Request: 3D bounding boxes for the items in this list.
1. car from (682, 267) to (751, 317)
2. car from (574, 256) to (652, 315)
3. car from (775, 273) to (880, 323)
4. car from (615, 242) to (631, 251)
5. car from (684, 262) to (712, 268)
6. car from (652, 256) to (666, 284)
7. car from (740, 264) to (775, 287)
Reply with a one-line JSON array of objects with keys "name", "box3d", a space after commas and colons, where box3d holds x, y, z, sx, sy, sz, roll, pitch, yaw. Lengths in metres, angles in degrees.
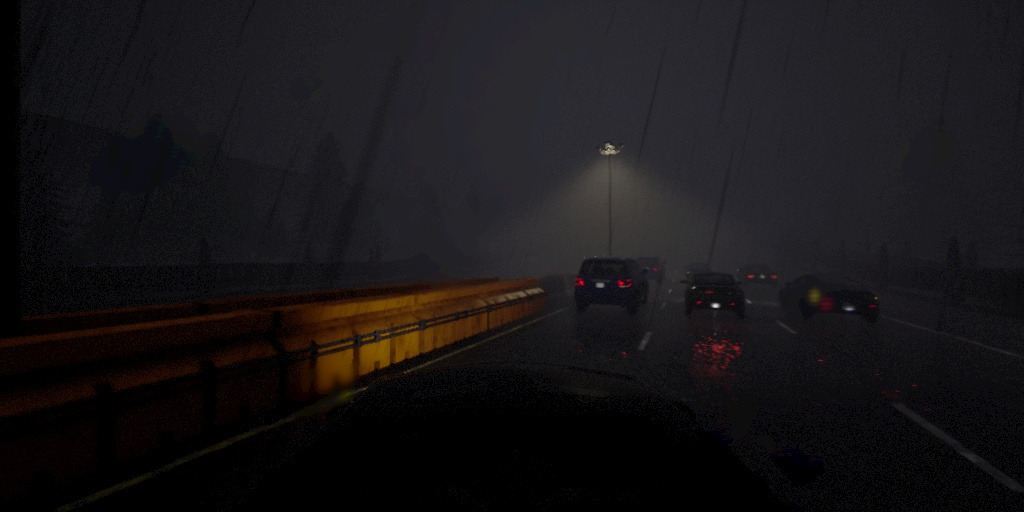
[{"name": "car", "box3d": [7.740, 1.370, 13.931, 1.837, 1.490, 4.892, 0, 0, 26]}, {"name": "car", "box3d": [4.199, 1.097, 14.674, 2.150, 2.045, 5.566, 0, 0, 26]}, {"name": "car", "box3d": [11.056, 1.375, 12.739, 1.812, 1.442, 4.674, 0, 0, 26]}, {"name": "car", "box3d": [19.181, -1.653, 61.814, 1.812, 1.442, 4.674, 0, 6, 26]}, {"name": "car", "box3d": [14.408, 1.218, 27.696, 1.812, 1.442, 4.674, 0, 2, 26]}, {"name": "car", "box3d": [10.665, 0.982, 28.028, 2.150, 2.045, 5.566, 0, 2, 26]}, {"name": "car", "box3d": [16.969, 1.272, 24.981, 2.033, 1.411, 5.357, 0, 2, 26]}]
